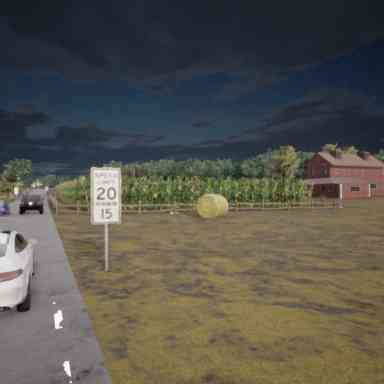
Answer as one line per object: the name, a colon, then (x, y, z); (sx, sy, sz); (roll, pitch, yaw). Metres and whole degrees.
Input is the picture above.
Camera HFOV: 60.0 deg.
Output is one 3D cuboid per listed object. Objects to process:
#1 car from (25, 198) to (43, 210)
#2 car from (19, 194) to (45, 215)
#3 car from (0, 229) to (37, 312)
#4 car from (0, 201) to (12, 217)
car: (-21.175, 1.594, 44.625); (2.033, 1.411, 5.357); (0, 0, -24)
car: (-16.930, 1.265, 35.230); (2.150, 2.045, 5.566); (0, 0, -23)
car: (-4.441, 1.534, 7.158); (1.812, 1.442, 4.674); (0, 0, -24)
car: (-18.391, 1.579, 31.487); (1.812, 1.442, 4.674); (0, 0, -24)
